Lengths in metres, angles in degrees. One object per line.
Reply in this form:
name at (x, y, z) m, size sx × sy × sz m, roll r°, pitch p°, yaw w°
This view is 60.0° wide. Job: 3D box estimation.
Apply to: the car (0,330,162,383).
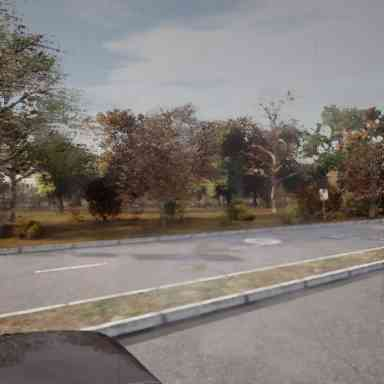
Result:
car at (-2.619, 1.534, 1.571) m, size 5.357 × 1.411 × 2.033 m, roll 1°, pitch 0°, yaw -36°
